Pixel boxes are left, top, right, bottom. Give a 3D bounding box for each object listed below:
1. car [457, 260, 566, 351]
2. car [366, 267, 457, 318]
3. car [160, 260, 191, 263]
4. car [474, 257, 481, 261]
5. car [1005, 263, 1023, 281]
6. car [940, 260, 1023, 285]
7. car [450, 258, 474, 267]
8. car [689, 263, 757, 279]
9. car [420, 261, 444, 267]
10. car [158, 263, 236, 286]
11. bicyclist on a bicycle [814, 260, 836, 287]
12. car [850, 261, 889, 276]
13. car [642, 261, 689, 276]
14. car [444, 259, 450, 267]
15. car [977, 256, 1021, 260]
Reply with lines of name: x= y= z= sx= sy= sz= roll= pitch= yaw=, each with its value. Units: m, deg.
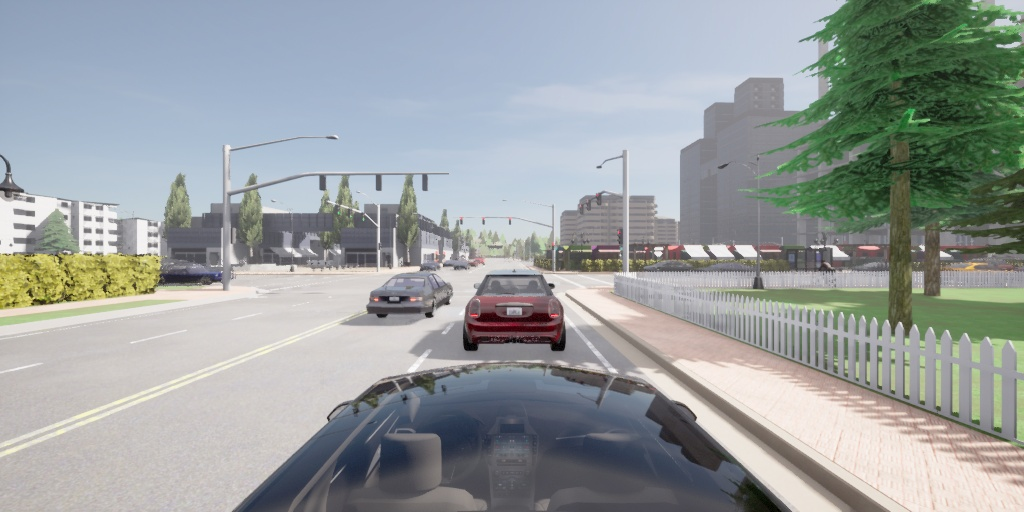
car: x=0.063 y=1.102 z=9.140 sx=2.097 sy=1.767 sz=4.553 roll=0 pitch=0 yaw=0
car: x=-3.419 y=1.297 z=12.975 sx=2.033 sy=1.411 sz=5.357 roll=0 pitch=0 yaw=0
car: x=-25.393 y=1.241 z=27.784 sx=4.902 sy=1.511 sz=2.128 roll=0 pitch=0 yaw=-2
car: x=-7.078 y=1.351 z=62.731 sx=1.895 sy=1.301 sz=4.718 roll=0 pitch=0 yaw=0
car: x=43.877 y=1.314 z=29.449 sx=4.181 sy=1.385 sz=1.994 roll=0 pitch=0 yaw=-3
car: x=33.237 y=1.227 z=25.652 sx=5.008 sy=1.535 sz=1.882 roll=0 pitch=0 yaw=-1
car: x=-7.098 y=1.297 z=51.454 sx=2.033 sy=1.411 sz=5.357 roll=0 pitch=0 yaw=0
car: x=19.405 y=1.297 z=32.500 sx=5.357 sy=1.411 sz=2.033 roll=0 pitch=0 yaw=-1
car: x=-10.628 y=1.313 z=46.932 sx=1.994 sy=1.385 sz=4.181 roll=0 pitch=0 yaw=1
car: x=-21.723 y=1.351 z=24.384 sx=4.718 sy=1.301 sz=1.895 roll=0 pitch=0 yaw=-2
bicyclist on a bicycle: x=18.790 y=1.052 z=21.497 sx=0.582 sy=1.620 sz=1.656 roll=0 pitch=0 yaw=-1
car: x=37.131 y=1.275 z=36.428 sx=4.674 sy=1.442 sz=1.812 roll=0 pitch=0 yaw=-1
car: x=15.587 y=1.254 z=35.905 sx=4.892 sy=1.490 sz=1.837 roll=0 pitch=0 yaw=-1
car: x=-10.583 y=1.297 z=61.083 sx=2.033 sy=1.411 sz=5.357 roll=0 pitch=0 yaw=0
car: x=42.920 y=1.101 z=33.043 sx=4.553 sy=1.767 sz=2.097 roll=0 pitch=0 yaw=-1
